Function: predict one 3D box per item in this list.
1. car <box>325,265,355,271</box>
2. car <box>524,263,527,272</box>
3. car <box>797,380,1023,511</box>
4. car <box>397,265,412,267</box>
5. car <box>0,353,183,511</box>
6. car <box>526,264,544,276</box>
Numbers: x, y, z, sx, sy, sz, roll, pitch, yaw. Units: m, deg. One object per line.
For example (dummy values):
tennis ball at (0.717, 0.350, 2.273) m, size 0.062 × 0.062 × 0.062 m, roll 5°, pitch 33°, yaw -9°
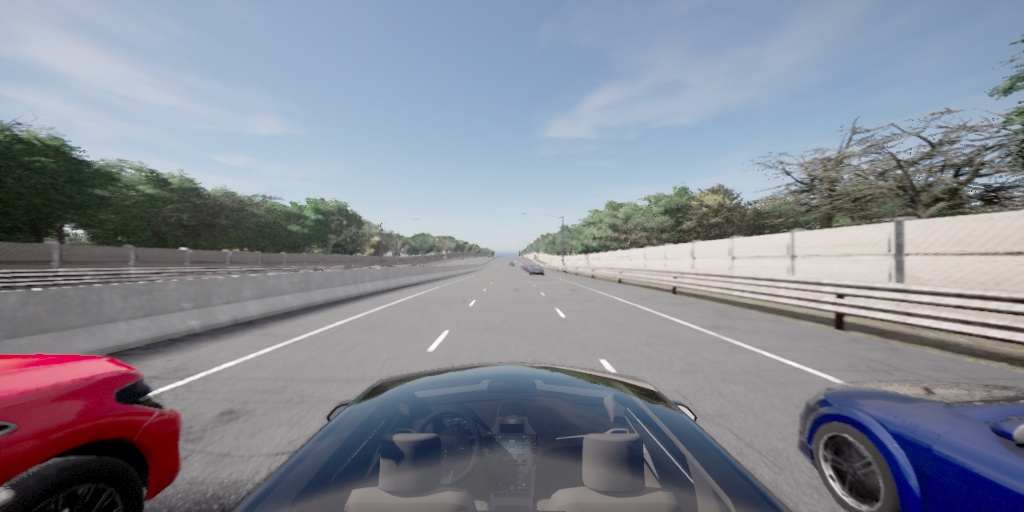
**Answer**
car at (-21.064, 1.840, 44.106) m, size 1.882 × 1.535 × 5.008 m, roll 0°, pitch -1°, yaw 0°
car at (3.478, 2.235, 62.026) m, size 1.812 × 1.442 × 4.674 m, roll 0°, pitch -1°, yaw 0°
car at (3.600, 1.318, 1.538) m, size 1.994 × 1.385 × 4.181 m, roll 0°, pitch 0°, yaw 0°
car at (-14.073, 1.890, 46.497) m, size 1.882 × 1.535 × 5.008 m, roll 0°, pitch -1°, yaw 0°
car at (-3.398, 0.975, 0.107) m, size 2.150 × 2.045 × 5.566 m, roll 0°, pitch 0°, yaw 0°
car at (3.482, 2.068, 51.025) m, size 1.994 × 1.385 × 4.181 m, roll 0°, pitch -1°, yaw 0°
